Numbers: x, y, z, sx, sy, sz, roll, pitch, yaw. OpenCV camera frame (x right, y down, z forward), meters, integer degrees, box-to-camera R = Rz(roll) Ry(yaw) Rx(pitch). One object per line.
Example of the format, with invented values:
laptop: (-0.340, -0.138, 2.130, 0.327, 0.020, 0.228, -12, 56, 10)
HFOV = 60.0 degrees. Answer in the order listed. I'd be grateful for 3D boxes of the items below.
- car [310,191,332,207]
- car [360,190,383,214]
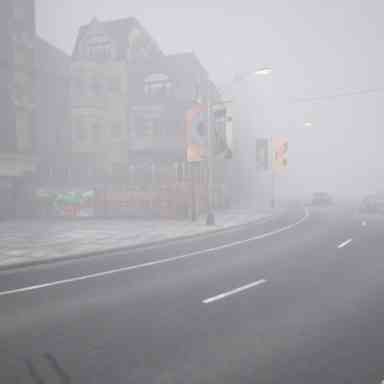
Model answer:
car: (13.674, 0.717, 35.398, 1.837, 1.490, 4.892, -1, 0, 16)
car: (14.375, 0.856, 25.958, 1.812, 1.442, 4.674, -1, 1, 18)
